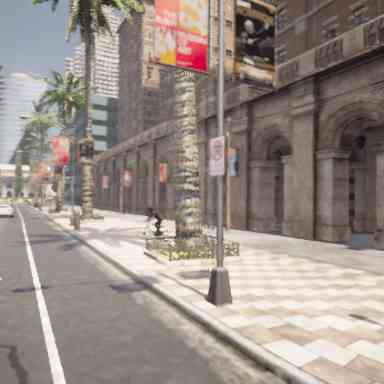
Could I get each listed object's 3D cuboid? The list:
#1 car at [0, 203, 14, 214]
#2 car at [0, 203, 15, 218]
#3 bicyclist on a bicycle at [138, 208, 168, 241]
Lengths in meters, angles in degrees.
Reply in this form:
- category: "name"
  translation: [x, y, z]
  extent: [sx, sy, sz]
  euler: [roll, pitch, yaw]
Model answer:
- category: "car"
  translation: [-26.450, 2.280, 47.303]
  extent: [1.994, 1.385, 4.181]
  euler: [1, -1, -28]
- category: "car"
  translation: [-21.000, 2.089, 37.218]
  extent: [1.812, 1.442, 4.674]
  euler: [1, -1, -28]
- category: "bicyclist on a bicycle"
  translation: [-1.954, 1.629, 16.792]
  extent: [1.656, 1.620, 0.582]
  euler: [1, -1, -28]
